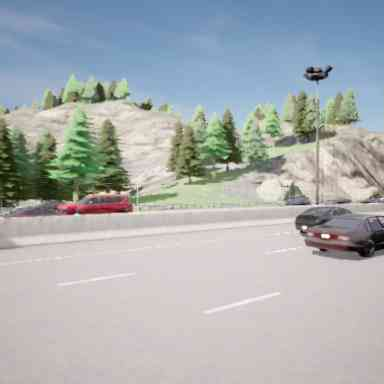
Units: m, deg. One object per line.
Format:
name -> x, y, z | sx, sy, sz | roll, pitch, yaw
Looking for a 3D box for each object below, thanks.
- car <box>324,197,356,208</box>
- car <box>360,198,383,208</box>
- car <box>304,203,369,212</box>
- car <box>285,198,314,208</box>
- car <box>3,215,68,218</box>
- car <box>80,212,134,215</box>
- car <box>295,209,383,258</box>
car -> 22.136, 1.504, 49.803 | 4.902, 1.511, 2.128 | 0, 0, -35
car -> 26.967, 1.615, 48.930 | 4.718, 1.301, 1.895 | 0, 0, -35
car -> 7.519, 1.508, 17.709 | 4.892, 1.490, 1.837 | 0, 0, -35
car -> 16.099, 1.576, 49.794 | 4.181, 1.385, 1.994 | 0, 0, -35
car -> -9.191, 1.565, 18.922 | 4.181, 1.385, 1.994 | 0, 0, -35
car -> -7.098, 1.224, 24.715 | 5.566, 2.045, 2.150 | 0, 0, -35
car -> 6.594, 1.551, 12.792 | 5.357, 1.411, 2.033 | 0, 0, -36
